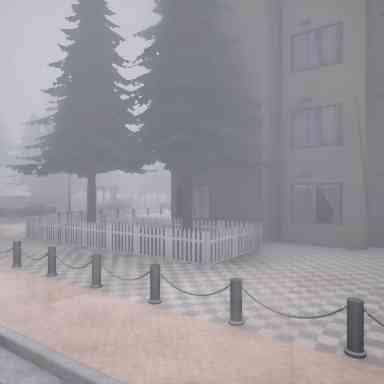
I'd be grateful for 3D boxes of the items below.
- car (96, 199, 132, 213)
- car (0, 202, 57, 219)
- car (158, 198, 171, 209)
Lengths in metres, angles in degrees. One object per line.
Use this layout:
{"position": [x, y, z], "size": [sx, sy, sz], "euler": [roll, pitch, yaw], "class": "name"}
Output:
{"position": [-8.727, 1.476, 36.233], "size": [2.128, 1.511, 4.902], "euler": [0, 0, 37], "class": "car"}
{"position": [-14.354, 1.585, 28.786], "size": [1.895, 1.301, 4.718], "euler": [0, 0, 37], "class": "car"}
{"position": [-2.486, 1.510, 44.461], "size": [1.812, 1.442, 4.674], "euler": [0, 0, 37], "class": "car"}
